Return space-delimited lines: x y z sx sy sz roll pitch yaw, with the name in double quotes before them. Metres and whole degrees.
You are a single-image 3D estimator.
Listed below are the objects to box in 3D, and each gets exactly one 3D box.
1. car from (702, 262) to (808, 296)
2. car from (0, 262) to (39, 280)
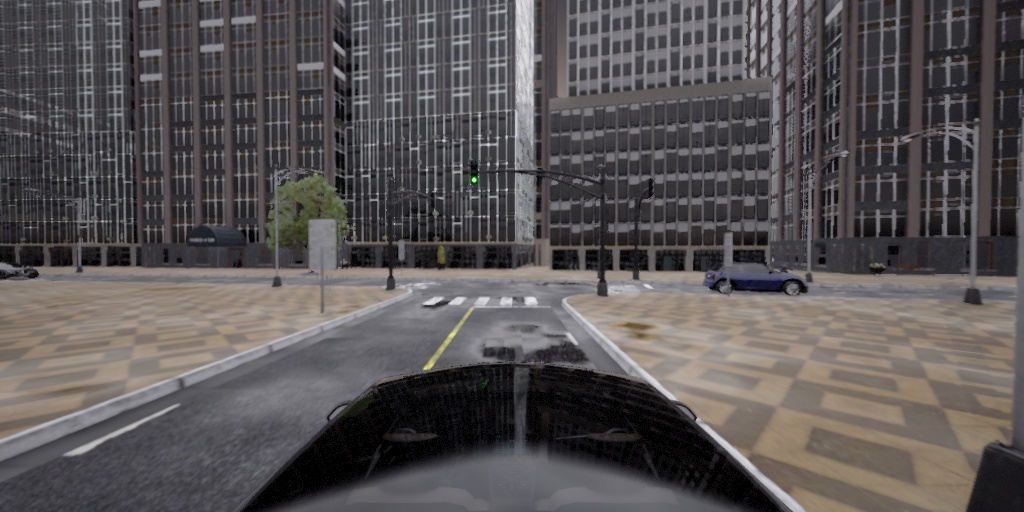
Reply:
"car" 12.813 1.120 19.093 4.553 1.767 2.097 0 1 14
"car" -41.421 1.208 29.190 4.674 1.442 1.812 0 1 8
